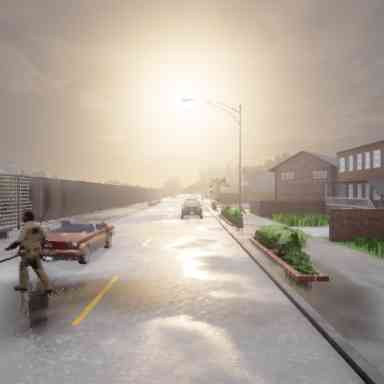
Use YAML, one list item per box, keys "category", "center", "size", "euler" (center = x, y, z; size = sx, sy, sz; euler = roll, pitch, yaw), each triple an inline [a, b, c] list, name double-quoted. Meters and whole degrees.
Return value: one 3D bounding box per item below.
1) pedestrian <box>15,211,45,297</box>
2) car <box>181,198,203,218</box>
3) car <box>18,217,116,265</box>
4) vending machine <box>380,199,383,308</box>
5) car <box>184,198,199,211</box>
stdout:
- category: "pedestrian"
  center: [-3.495, 1.294, 7.189]
  size: [0.375, 1.860, 0.375]
  euler: [0, 0, 0]
- category: "car"
  center: [-0.012, 1.525, 29.720]
  size: [1.812, 1.442, 4.674]
  euler: [0, 0, 0]
- category: "car"
  center: [-4.138, 1.600, 11.792]
  size: [1.895, 1.301, 4.718]
  euler: [0, 0, 0]
- category: "vending machine"
  center: [4.281, 1.195, 6.164]
  size: [1.100, 2.100, 0.880]
  euler: [0, 0, 0]
- category: "car"
  center: [-0.071, 1.505, 42.746]
  size: [1.837, 1.490, 4.892]
  euler: [0, 0, 0]
